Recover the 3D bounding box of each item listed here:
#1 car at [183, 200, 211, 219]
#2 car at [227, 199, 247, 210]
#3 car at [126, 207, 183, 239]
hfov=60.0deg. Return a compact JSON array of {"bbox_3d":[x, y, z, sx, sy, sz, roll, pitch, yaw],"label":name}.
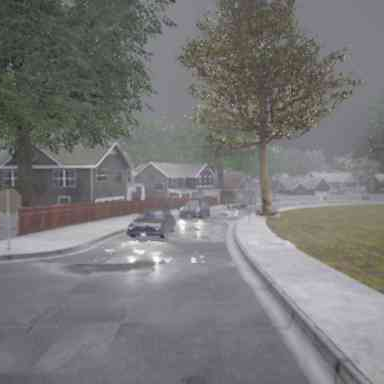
[{"bbox_3d":[0.330,1.535,31.328,2.097,1.767,4.553,1,0,16],"label":"car"},{"bbox_3d":[6.483,1.759,47.564,2.128,1.511,4.902,1,0,27],"label":"car"},{"bbox_3d":[-2.059,1.677,18.608,2.033,1.411,5.357,0,0,6],"label":"car"}]
